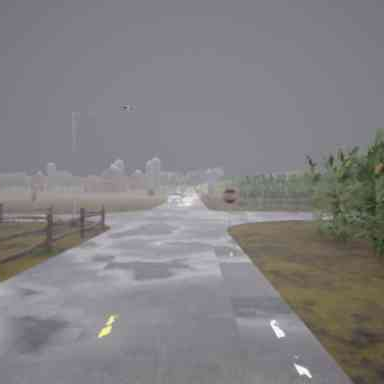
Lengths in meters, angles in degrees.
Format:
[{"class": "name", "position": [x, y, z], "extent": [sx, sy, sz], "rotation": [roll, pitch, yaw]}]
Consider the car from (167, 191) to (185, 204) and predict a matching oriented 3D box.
[{"class": "car", "position": [-2.739, 0.957, 53.464], "extent": [2.150, 2.045, 5.566], "rotation": [0, 2, 0]}]
